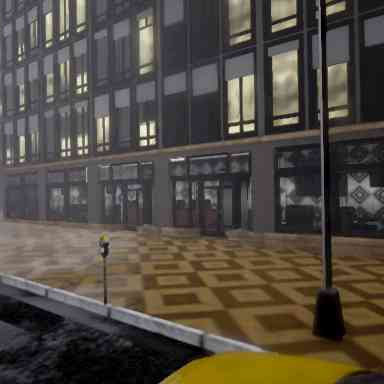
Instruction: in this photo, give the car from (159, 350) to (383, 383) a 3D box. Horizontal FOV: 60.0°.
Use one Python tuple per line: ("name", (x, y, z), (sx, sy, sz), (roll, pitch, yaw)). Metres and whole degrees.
("car", (1.684, 1.521, 1.538), (4.829, 1.417, 1.752), (0, -1, 36))
